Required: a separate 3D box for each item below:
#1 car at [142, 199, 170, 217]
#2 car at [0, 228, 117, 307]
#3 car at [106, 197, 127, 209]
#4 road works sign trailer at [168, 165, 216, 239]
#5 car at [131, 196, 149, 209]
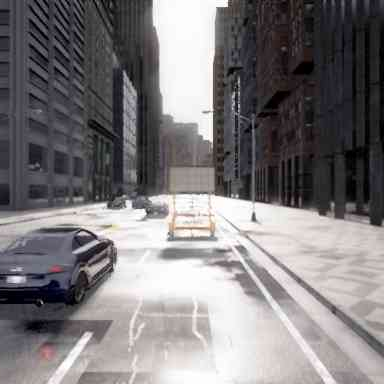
[{"bbox_3d":[-3.137,1.552,31.078,1.895,1.301,4.718,0,0,0],"label":"car"},{"bbox_3d":[-3.147,1.542,7.996,1.994,1.385,4.181,0,0,0],"label":"car"},{"bbox_3d":[-9.819,1.458,43.577,1.837,1.490,4.892,0,0,0],"label":"car"},{"bbox_3d":[0.007,0.426,17.070,2.380,3.560,2.880,0,0,0],"label":"road works sign trailer"},{"bbox_3d":[-6.570,1.306,43.439,2.097,1.767,4.553,0,0,0],"label":"car"}]
